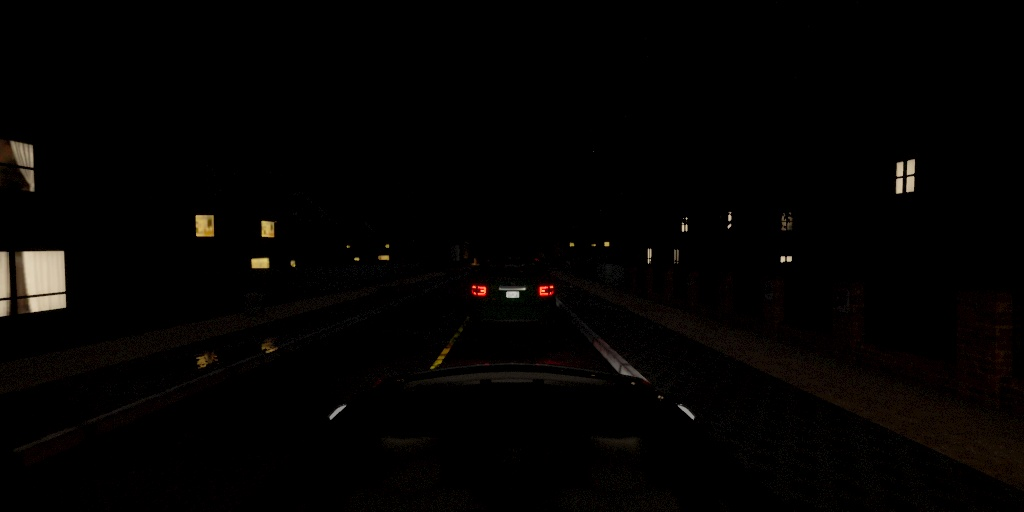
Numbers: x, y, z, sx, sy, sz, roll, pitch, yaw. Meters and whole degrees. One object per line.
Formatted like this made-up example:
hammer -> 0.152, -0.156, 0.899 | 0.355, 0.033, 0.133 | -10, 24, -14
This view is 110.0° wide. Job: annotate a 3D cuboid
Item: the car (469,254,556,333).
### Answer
car -> 0.032, 0.970, 10.814 | 2.150, 2.045, 5.566 | 0, 0, 0
